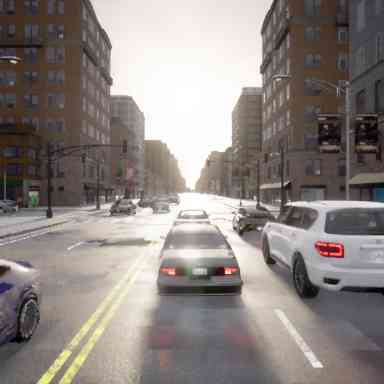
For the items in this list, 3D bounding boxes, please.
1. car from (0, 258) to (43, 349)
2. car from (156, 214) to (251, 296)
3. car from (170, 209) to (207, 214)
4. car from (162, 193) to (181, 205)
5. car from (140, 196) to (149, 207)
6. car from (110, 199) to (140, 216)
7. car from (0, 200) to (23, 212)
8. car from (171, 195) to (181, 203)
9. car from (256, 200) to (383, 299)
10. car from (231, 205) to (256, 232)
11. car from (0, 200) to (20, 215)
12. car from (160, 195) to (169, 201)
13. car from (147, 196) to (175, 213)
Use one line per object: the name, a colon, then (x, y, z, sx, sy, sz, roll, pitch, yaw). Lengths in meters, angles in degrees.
car: (-3.351, 1.525, 3.736, 1.812, 1.442, 4.674, 0, 0, 0)
car: (0.082, 1.547, 8.786, 2.033, 1.411, 5.357, 0, 0, -2)
car: (0.072, 1.600, 18.435, 1.895, 1.301, 4.718, 0, 0, 2)
car: (-3.380, 1.212, 57.302, 2.150, 2.045, 5.566, 0, 0, 0)
car: (-6.631, 1.346, 49.167, 2.097, 1.767, 4.553, 0, 0, 0)
car: (-6.621, 1.498, 32.235, 1.837, 1.490, 4.892, 0, 0, 0)
car: (-22.152, 1.577, 38.303, 4.313, 1.339, 1.947, 0, 0, 0)
car: (-3.302, 1.462, 71.048, 1.882, 1.535, 5.008, 0, 0, 0)
car: (3.343, 1.221, 8.606, 2.150, 2.045, 5.566, 0, 0, 0)
car: (3.338, 1.504, 18.464, 1.837, 1.490, 4.892, 0, 0, 1)
car: (-19.735, 1.482, 32.805, 4.902, 1.511, 2.128, 0, 0, 0)
car: (-6.559, 1.422, 80.160, 1.882, 1.535, 5.008, 0, 0, 0)
car: (-3.379, 1.498, 37.492, 2.128, 1.511, 4.902, 0, 0, 0)
